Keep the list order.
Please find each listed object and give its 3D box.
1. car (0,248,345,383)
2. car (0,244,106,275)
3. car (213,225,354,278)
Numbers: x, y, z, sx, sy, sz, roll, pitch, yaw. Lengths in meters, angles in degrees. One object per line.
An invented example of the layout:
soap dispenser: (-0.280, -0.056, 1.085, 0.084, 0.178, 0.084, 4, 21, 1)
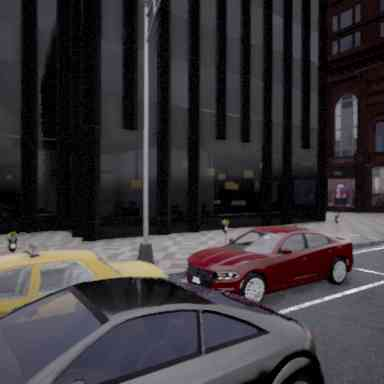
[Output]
car: (-0.800, 1.545, 2.824, 4.181, 1.385, 1.994, 0, 0, -34)
car: (-2.599, 1.493, 4.821, 4.829, 1.417, 1.752, 0, 1, -34)
car: (1.958, 1.501, 7.847, 4.507, 1.381, 1.887, 0, 1, -34)
